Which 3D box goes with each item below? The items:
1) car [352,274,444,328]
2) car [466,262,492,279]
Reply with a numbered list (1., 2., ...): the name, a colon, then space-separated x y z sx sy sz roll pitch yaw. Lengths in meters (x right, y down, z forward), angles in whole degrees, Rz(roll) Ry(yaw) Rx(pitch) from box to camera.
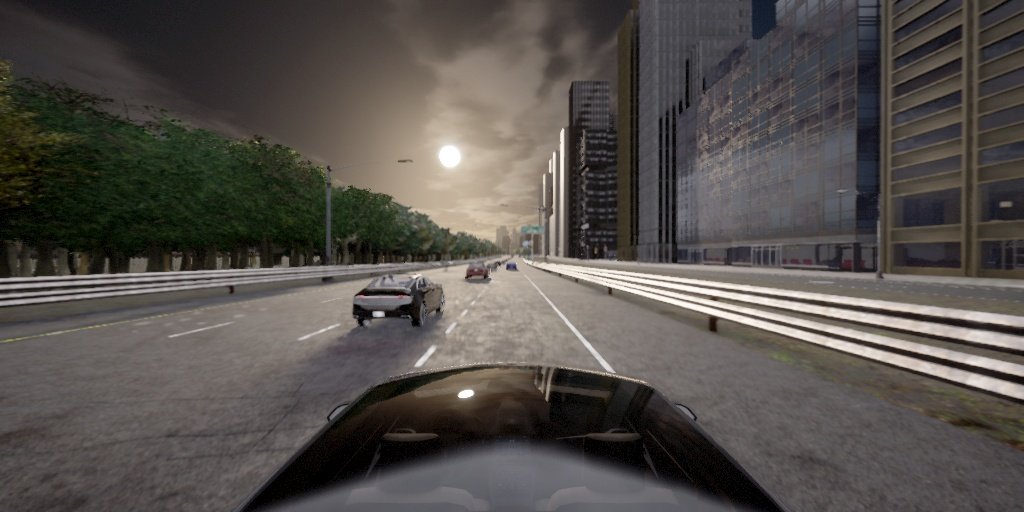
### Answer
1. car: -3.505 1.333 11.851 2.128 1.511 4.902 0 -1 0
2. car: -3.564 1.429 37.772 2.097 1.767 4.553 0 -1 0
